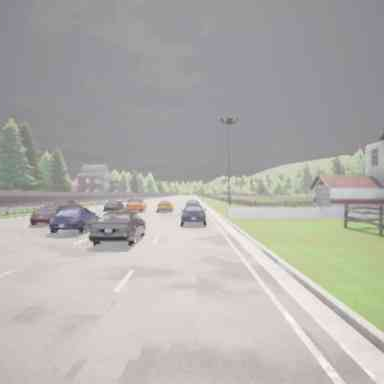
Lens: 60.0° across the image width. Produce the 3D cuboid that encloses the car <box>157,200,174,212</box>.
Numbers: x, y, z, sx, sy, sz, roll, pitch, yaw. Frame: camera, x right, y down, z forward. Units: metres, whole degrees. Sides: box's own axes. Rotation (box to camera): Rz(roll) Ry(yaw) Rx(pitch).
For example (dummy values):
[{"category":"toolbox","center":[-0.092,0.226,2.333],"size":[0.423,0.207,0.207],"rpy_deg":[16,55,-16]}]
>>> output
[{"category":"car","center":[-3.377,1.708,42.806],"size":[1.882,1.535,5.008],"rpy_deg":[0,0,0]}]

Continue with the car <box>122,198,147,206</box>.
[{"category":"car","center":[-6.878,1.573,41.083],"size":[2.097,1.767,4.553],"rpy_deg":[0,0,0]}]

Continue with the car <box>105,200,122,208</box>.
[{"category":"car","center":[-10.375,1.805,44.604],"size":[1.994,1.385,4.181],"rpy_deg":[0,0,0]}]

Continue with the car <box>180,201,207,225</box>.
[{"category":"car","center":[0.115,1.661,25.038],"size":[1.812,1.442,4.674],"rpy_deg":[0,0,0]}]

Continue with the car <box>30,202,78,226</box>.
[{"category":"car","center":[-10.387,1.700,25.002],"size":[1.994,1.385,4.181],"rpy_deg":[0,0,0]}]

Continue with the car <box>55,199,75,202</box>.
[{"category":"car","center":[-13.922,1.551,37.044],"size":[2.097,1.767,4.553],"rpy_deg":[0,0,0]}]

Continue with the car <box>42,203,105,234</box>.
[{"category":"car","center":[-6.889,1.633,19.885],"size":[1.812,1.442,4.674],"rpy_deg":[0,0,0]}]

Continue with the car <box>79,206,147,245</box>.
[{"category":"car","center":[-3.391,1.634,15.988],"size":[2.033,1.411,5.357],"rpy_deg":[0,0,0]}]
